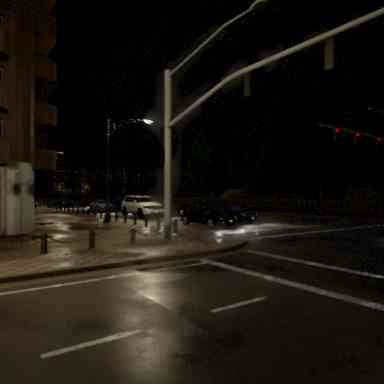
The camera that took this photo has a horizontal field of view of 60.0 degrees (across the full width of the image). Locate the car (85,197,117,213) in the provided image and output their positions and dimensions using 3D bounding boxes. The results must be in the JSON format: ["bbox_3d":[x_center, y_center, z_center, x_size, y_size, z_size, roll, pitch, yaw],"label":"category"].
[{"bbox_3d":[-10.725,1.631,39.585,1.812,1.442,4.674,0,0,-36],"label":"car"}]

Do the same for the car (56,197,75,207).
[{"bbox_3d":[-19.945,1.590,52.508,1.882,1.535,5.008,0,0,-36],"label":"car"}]

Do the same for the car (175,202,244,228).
[{"bbox_3d":[1.074,1.611,23.210,1.837,1.490,4.892,0,0,-36],"label":"car"}]

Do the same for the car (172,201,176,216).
[{"bbox_3d":[-2.273,1.623,33.831,1.837,1.490,4.892,0,0,-36],"label":"car"}]

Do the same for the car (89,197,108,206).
[{"bbox_3d":[-17.163,1.635,60.793,1.837,1.490,4.892,0,0,-36],"label":"car"}]

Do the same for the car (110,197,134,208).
[{"bbox_3d":[-11.079,1.608,52.345,1.882,1.535,5.008,0,0,-36],"label":"car"}]

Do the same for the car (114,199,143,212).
[{"bbox_3d":[-8.102,1.682,41.924,1.994,1.385,4.181,0,0,-36],"label":"car"}]

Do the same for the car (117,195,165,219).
[{"bbox_3d":[-4.692,1.327,31.204,2.150,2.045,5.566,0,0,-36],"label":"car"}]

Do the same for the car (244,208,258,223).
[{"bbox_3d":[3.137,1.644,26.366,1.812,1.442,4.674,0,0,-36],"label":"car"}]

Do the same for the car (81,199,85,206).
[{"bbox_3d":[-16.502,1.682,53.705,1.994,1.385,4.181,0,0,-35],"label":"car"}]
